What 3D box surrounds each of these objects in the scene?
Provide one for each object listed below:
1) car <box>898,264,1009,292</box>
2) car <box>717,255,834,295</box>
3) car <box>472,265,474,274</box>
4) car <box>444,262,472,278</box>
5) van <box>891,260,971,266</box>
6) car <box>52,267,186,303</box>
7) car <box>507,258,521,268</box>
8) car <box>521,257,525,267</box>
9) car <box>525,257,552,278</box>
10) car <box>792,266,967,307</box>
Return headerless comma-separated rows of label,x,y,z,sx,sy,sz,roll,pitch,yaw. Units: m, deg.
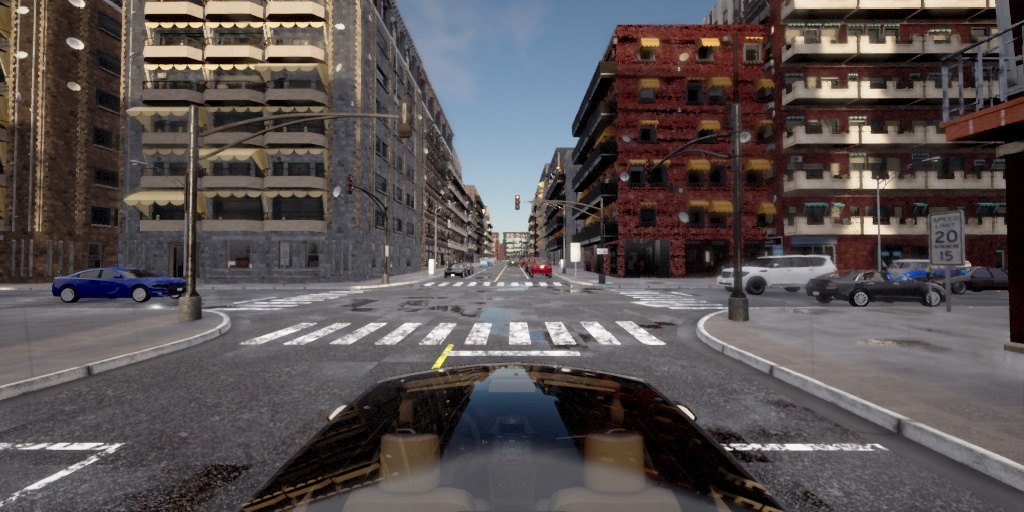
car,24.318,1.272,19.030,5.357,1.411,2.033,0,-1,0
car,14.066,0.970,19.088,5.566,2.045,2.150,0,-1,0
car,-5.231,1.331,39.503,1.948,1.339,4.313,0,0,0
car,-5.243,1.328,33.942,1.948,1.339,4.313,0,0,0
van,24.946,1.115,21.479,3.998,1.789,1.690,0,0,0
car,-17.582,1.254,16.284,5.008,1.535,1.882,0,-1,0
car,0.235,1.179,64.489,2.097,1.767,4.553,0,0,0
car,2.662,1.086,45.093,2.192,1.841,5.009,0,0,0
car,2.638,1.077,33.970,2.192,1.841,5.009,0,0,0
car,13.771,1.186,13.652,4.403,1.370,2.007,0,0,0
